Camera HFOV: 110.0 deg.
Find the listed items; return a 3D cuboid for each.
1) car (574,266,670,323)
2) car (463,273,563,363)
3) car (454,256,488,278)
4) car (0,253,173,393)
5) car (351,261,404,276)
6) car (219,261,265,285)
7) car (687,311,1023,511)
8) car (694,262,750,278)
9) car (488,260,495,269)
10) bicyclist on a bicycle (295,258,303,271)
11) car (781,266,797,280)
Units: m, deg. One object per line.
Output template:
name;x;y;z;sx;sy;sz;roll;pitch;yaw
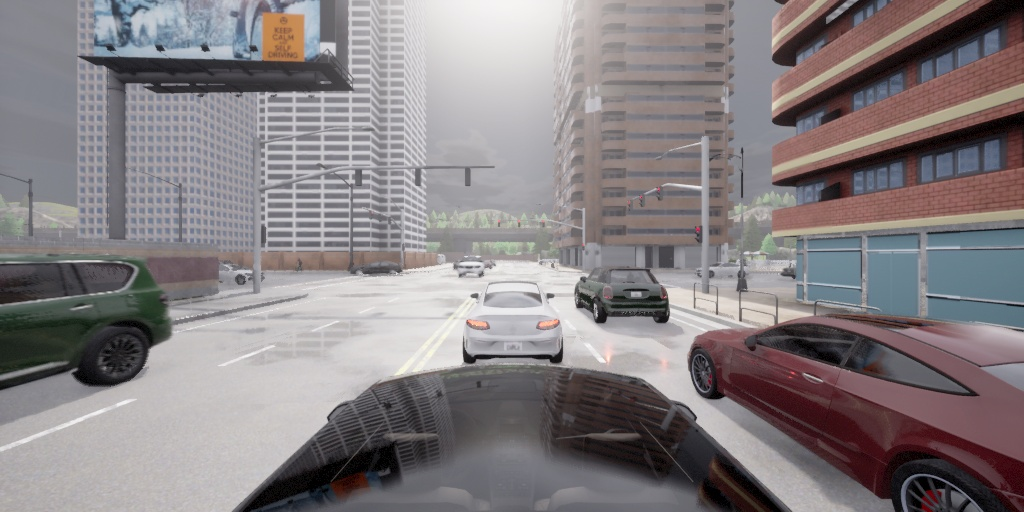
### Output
car;3.494;1.102;12.236;2.097;1.767;4.553;0;0;0
car;0.014;1.276;8.019;1.812;1.442;4.674;0;0;0
car;-3.877;0.970;34.872;2.150;2.045;5.566;0;0;0
car;-7.118;0.971;4.043;2.150;2.045;5.566;0;0;0
car;-13.692;1.228;36.635;5.008;1.535;1.882;0;2;-16
car;-20.455;1.276;25.825;4.674;1.442;1.812;0;0;0
car;3.579;1.276;3.517;1.812;1.442;4.674;0;0;0
car;19.372;1.276;33.106;4.674;1.442;1.812;0;0;0
car;-4.037;1.276;55.043;1.812;1.442;4.674;0;0;-1
bicyclist on a bicycle;-25.994;1.051;43.769;0.582;1.620;1.656;0;0;0
car;25.243;1.297;29.427;5.357;1.411;2.033;0;0;0
